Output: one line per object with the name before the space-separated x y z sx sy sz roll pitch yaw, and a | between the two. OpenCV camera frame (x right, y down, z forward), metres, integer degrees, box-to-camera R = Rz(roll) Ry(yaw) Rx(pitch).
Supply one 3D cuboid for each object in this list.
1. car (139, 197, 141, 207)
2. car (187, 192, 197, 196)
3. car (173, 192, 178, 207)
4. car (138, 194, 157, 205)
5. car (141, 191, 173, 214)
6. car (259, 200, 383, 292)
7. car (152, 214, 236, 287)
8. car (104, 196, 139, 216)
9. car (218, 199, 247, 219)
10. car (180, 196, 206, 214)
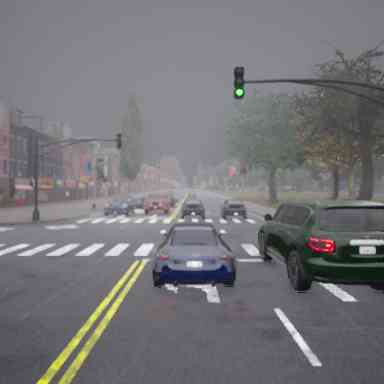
car | -6.598 1.261 39.341 1.994 1.385 4.181 0 1 0
car | -0.009 0.662 72.480 2.128 1.511 4.902 0 1 0
car | -3.336 0.853 43.377 2.150 2.045 5.566 0 1 1
car | -6.565 1.070 49.672 2.033 1.411 5.357 0 1 1
car | -3.360 1.013 33.015 2.150 2.045 5.566 0 1 0
car | 3.345 1.206 9.032 2.150 2.045 5.566 0 0 0
car | 0.030 1.549 9.311 1.994 1.385 4.181 0 0 -1
car | -6.602 1.171 30.739 2.097 1.767 4.553 0 1 0
car | 3.347 1.363 27.654 1.837 1.490 4.892 0 1 0
car | 0.096 1.361 27.843 1.837 1.490 4.892 0 1 0
